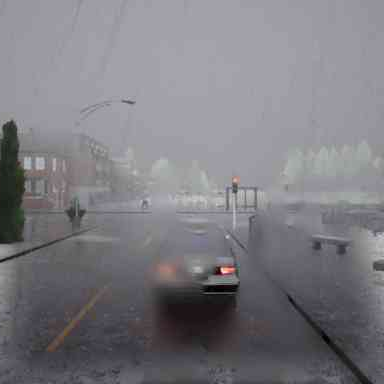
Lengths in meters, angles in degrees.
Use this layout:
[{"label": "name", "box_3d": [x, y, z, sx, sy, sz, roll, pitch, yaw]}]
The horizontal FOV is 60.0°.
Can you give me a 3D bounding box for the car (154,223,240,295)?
[{"label": "car", "box_3d": [0.098, 1.547, 8.855, 2.033, 1.411, 5.357, 0, 0, 0]}]
